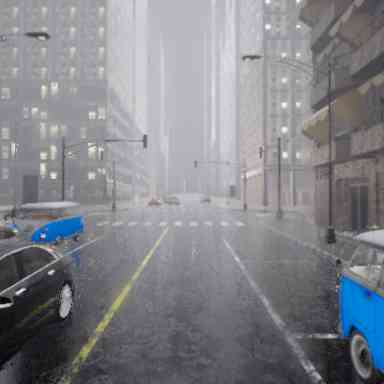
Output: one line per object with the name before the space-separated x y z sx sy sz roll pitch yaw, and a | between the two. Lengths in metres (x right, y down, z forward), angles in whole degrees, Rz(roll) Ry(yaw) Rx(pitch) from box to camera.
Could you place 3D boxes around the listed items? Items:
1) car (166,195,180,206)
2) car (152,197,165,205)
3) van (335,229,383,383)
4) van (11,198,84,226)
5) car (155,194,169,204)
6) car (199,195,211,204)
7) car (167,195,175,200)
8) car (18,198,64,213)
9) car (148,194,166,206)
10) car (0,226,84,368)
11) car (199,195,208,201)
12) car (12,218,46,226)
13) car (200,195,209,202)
car | -3.010 1.460 54.851 1.882 1.535 5.008 0 2 0
car | -5.687 1.527 57.447 1.802 1.307 4.206 1 0 0
van | 2.707 1.339 2.779 1.690 1.788 3.998 1 0 0
van | -5.812 1.328 13.806 1.690 1.788 3.998 1 0 0
car | -5.682 1.254 63.022 2.192 1.841 5.009 1 0 0
car | 2.693 1.521 63.086 1.802 1.307 4.206 1 0 0
car | -5.691 1.458 90.898 1.887 1.381 4.507 1 0 0
car | -16.497 1.463 36.451 4.097 1.590 1.967 0 -1 0
car | -5.682 1.390 51.872 1.967 1.590 4.097 1 0 0
car | -3.093 1.501 4.368 1.837 1.490 4.892 0 0 0
car | 2.691 1.489 79.819 1.947 1.339 4.313 1 0 0
car | -5.645 1.558 8.265 1.947 1.339 4.313 1 0 0
car | 2.693 1.454 74.411 1.752 1.417 4.829 1 0 0
